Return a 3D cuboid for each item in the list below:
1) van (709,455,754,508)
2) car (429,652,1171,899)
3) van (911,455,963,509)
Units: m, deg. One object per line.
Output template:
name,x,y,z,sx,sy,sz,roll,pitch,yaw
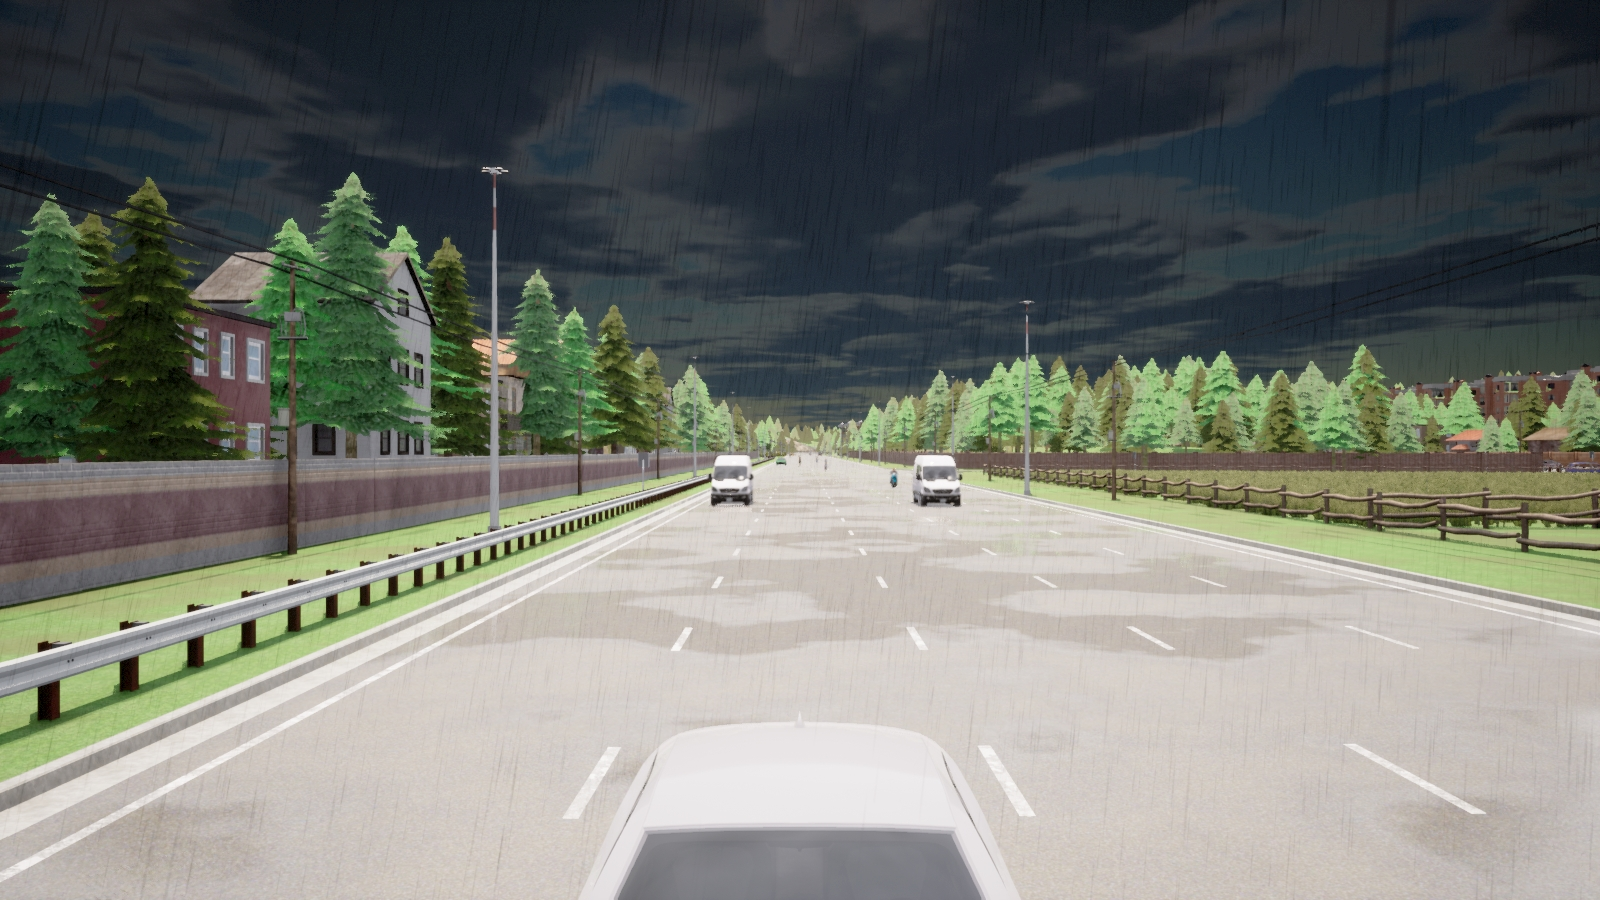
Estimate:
van,-3.511,1.572,59.611,1.988,2.561,5.915,0,0,0
car,-0.001,2.038,4.685,2.097,1.535,5.006,0,0,0
van,6.988,1.570,58.755,1.988,2.561,5.915,0,0,0
